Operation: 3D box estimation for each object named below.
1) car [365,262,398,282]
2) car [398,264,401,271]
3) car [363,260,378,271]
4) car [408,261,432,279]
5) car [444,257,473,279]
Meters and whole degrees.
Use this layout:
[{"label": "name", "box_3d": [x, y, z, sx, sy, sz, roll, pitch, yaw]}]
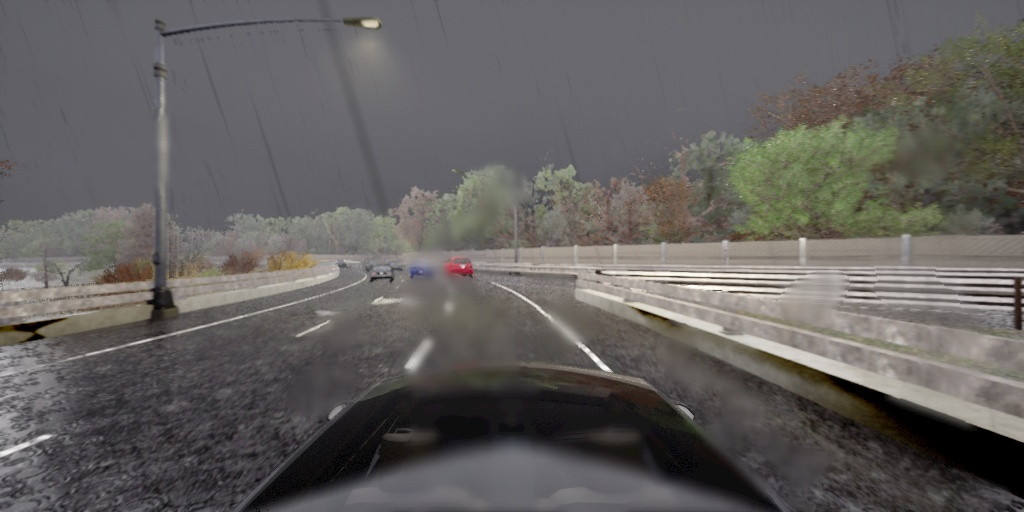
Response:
[{"label": "car", "box_3d": [-11.361, 1.497, 31.580, 2.033, 1.411, 5.357, 0, 0, -17]}, {"label": "car", "box_3d": [-19.442, 1.680, 58.169, 1.994, 1.385, 4.181, 0, 0, -31]}, {"label": "car", "box_3d": [-21.333, 1.463, 54.471, 2.097, 1.767, 4.553, 0, 0, -29]}, {"label": "car", "box_3d": [-9.121, 1.432, 35.846, 1.882, 1.535, 5.008, 0, 0, -18]}, {"label": "car", "box_3d": [-5.380, 1.153, 35.844, 2.150, 2.045, 5.566, 0, 0, -18]}]
